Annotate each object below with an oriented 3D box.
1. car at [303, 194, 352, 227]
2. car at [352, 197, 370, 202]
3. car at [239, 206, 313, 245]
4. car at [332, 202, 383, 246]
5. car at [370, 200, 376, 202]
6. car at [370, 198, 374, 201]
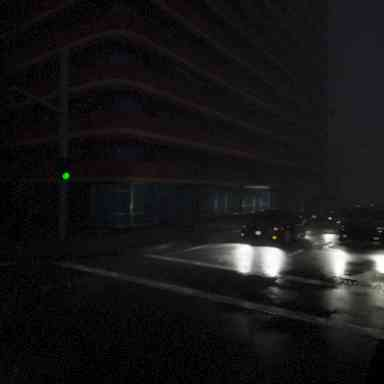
[{"bbox_3d":[9.204,1.182,23.024,2.150,2.045,5.566,0,0,35],"label":"car"},{"bbox_3d":[14.879,1.311,31.072,2.097,1.767,4.553,0,0,35],"label":"car"},{"bbox_3d":[3.885,1.524,15.493,1.994,1.385,4.181,0,0,35],"label":"car"},{"bbox_3d":[8.233,1.462,15.582,1.882,1.535,5.008,0,0,35],"label":"car"},{"bbox_3d":[13.939,1.547,23.683,1.994,1.385,4.181,0,0,34],"label":"car"},{"bbox_3d":[20.859,1.484,39.459,1.812,1.442,4.674,0,0,36],"label":"car"}]
